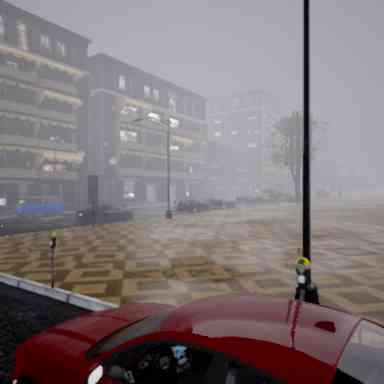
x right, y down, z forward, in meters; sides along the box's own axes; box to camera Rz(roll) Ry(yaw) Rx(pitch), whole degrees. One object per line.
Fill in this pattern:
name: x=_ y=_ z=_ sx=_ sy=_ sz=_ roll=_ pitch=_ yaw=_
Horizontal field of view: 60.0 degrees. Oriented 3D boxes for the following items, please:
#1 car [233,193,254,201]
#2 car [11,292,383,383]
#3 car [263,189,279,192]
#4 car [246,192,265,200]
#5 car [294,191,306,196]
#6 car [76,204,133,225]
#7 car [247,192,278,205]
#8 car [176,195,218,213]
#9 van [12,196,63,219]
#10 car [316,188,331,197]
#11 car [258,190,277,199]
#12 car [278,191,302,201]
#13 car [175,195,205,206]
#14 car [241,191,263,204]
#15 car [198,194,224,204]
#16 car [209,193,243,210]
car: x=9.332 y=0.869 z=60.092 sx=1.947 sy=1.339 sz=4.313 roll=1 pitch=2 yaw=35
car: x=0.294 y=1.554 z=2.655 sx=4.507 sy=1.381 sz=1.887 roll=-1 pitch=0 yaw=36
car: x=13.813 y=0.531 z=56.588 sx=2.150 sy=2.045 sz=5.566 roll=0 pitch=1 yaw=35
car: x=12.416 y=0.746 z=64.522 sx=1.752 sy=1.417 sz=4.829 roll=1 pitch=2 yaw=35
car: x=28.419 y=0.339 z=87.517 sx=1.887 sy=1.381 sz=4.507 roll=1 pitch=2 yaw=35
car: x=-6.058 y=1.475 z=23.308 sx=1.947 sy=1.339 sz=4.313 roll=1 pitch=2 yaw=35
car: x=9.848 y=1.028 z=46.162 sx=2.008 sy=1.369 sz=4.403 roll=1 pitch=1 yaw=35
car: x=0.304 y=1.280 z=32.448 sx=1.887 sy=1.381 sz=4.507 roll=1 pitch=2 yaw=35
van: x=-12.935 y=1.248 z=28.091 sx=1.690 sy=1.788 sz=3.998 roll=1 pitch=2 yaw=35
car: x=29.659 y=0.168 z=75.166 sx=2.150 sy=2.045 sz=5.566 roll=0 pitch=1 yaw=35
car: x=15.696 y=0.448 z=69.229 sx=2.192 sy=1.841 sz=5.009 roll=1 pitch=2 yaw=35
car: x=16.308 y=0.828 z=55.443 sx=1.752 sy=1.417 sz=4.829 roll=1 pitch=1 yaw=35
car: x=-0.211 y=1.126 z=46.379 sx=1.947 sy=1.339 sz=4.313 roll=1 pitch=2 yaw=35
car: x=7.938 y=0.961 z=48.044 sx=2.128 sy=1.511 sz=4.902 roll=0 pitch=1 yaw=34
car: x=2.970 y=1.025 z=50.950 sx=2.008 sy=1.369 sz=4.403 roll=1 pitch=2 yaw=35
car: x=3.485 y=1.200 z=37.020 sx=2.008 sy=1.369 sz=4.403 roll=1 pitch=1 yaw=35
